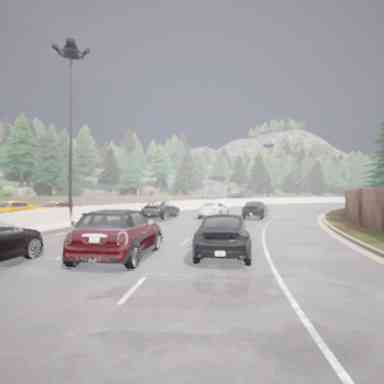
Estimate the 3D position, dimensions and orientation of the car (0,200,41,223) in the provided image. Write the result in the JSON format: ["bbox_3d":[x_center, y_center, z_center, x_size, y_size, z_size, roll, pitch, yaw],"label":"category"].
[{"bbox_3d":[-14.073,1.416,25.466,1.882,1.535,5.008,0,0,15],"label":"car"}]

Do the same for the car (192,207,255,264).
[{"bbox_3d":[1.149,1.520,11.921,1.837,1.490,4.892,0,0,8],"label":"car"}]

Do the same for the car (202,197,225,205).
[{"bbox_3d":[4.124,1.667,63.134,1.895,1.301,4.718,0,0,37],"label":"car"}]

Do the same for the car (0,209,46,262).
[{"bbox_3d":[-6.188,1.464,9.503,2.128,1.511,4.902,0,0,6],"label":"car"}]

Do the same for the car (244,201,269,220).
[{"bbox_3d":[5.624,1.556,29.359,1.837,1.490,4.892,0,0,20],"label":"car"}]

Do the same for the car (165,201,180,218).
[{"bbox_3d":[-2.483,1.496,27.184,2.128,1.511,4.902,0,0,17],"label":"car"}]

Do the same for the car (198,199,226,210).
[{"bbox_3d":[1.888,1.556,29.363,1.812,1.442,4.674,0,0,19],"label":"car"}]

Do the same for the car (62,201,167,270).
[{"bbox_3d":[-2.443,1.346,11.303,2.097,1.767,4.553,0,0,7],"label":"car"}]

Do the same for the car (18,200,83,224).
[{"bbox_3d":[-10.530,1.436,25.237,1.882,1.535,5.008,0,0,15],"label":"car"}]
